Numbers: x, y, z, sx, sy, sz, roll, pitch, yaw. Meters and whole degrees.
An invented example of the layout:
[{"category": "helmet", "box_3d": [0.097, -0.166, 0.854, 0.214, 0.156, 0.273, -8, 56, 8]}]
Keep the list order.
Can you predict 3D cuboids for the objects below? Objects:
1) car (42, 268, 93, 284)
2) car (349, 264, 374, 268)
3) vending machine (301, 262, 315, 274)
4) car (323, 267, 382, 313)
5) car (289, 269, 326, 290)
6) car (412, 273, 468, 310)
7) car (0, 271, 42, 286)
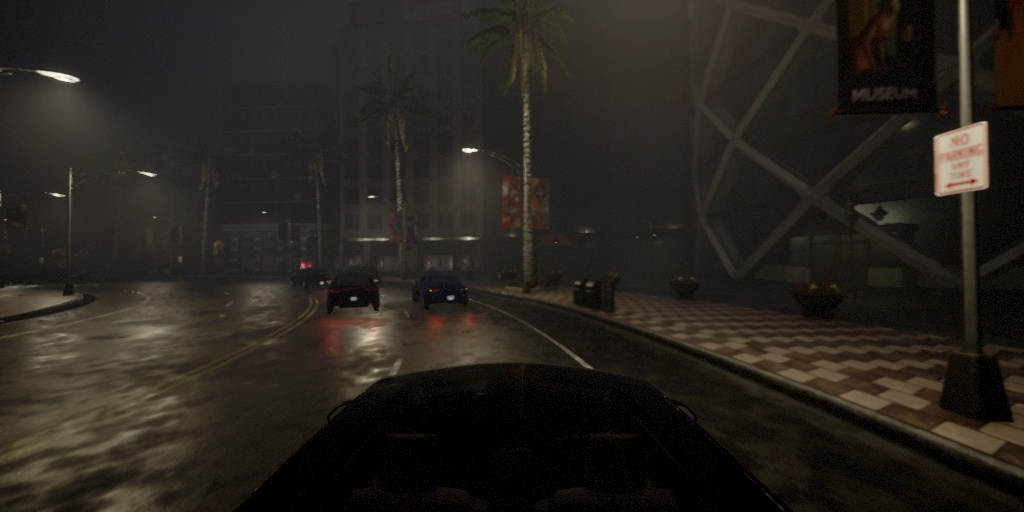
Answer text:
[{"category": "car", "box_3d": [-45.341, 2.003, 36.242, 5.008, 1.535, 1.882, -1, -1, 6]}, {"category": "car", "box_3d": [-12.585, 1.540, 29.447, 4.553, 1.767, 2.097, -1, -1, 44]}, {"category": "vending machine", "box_3d": [-26.983, 1.713, 47.108, 0.880, 2.100, 1.100, 0, 0, 21]}, {"category": "car", "box_3d": [-6.863, 1.451, 15.546, 1.882, 1.535, 5.008, 0, -1, -24]}, {"category": "car", "box_3d": [-15.325, 1.689, 27.254, 4.892, 1.490, 1.837, -1, -1, 43]}, {"category": "car", "box_3d": [-3.301, 1.478, 16.100, 1.812, 1.442, 4.674, 0, -1, -23]}, {"category": "car", "box_3d": [-46.470, 2.058, 32.841, 4.181, 1.385, 1.994, -1, -1, 5]}]
